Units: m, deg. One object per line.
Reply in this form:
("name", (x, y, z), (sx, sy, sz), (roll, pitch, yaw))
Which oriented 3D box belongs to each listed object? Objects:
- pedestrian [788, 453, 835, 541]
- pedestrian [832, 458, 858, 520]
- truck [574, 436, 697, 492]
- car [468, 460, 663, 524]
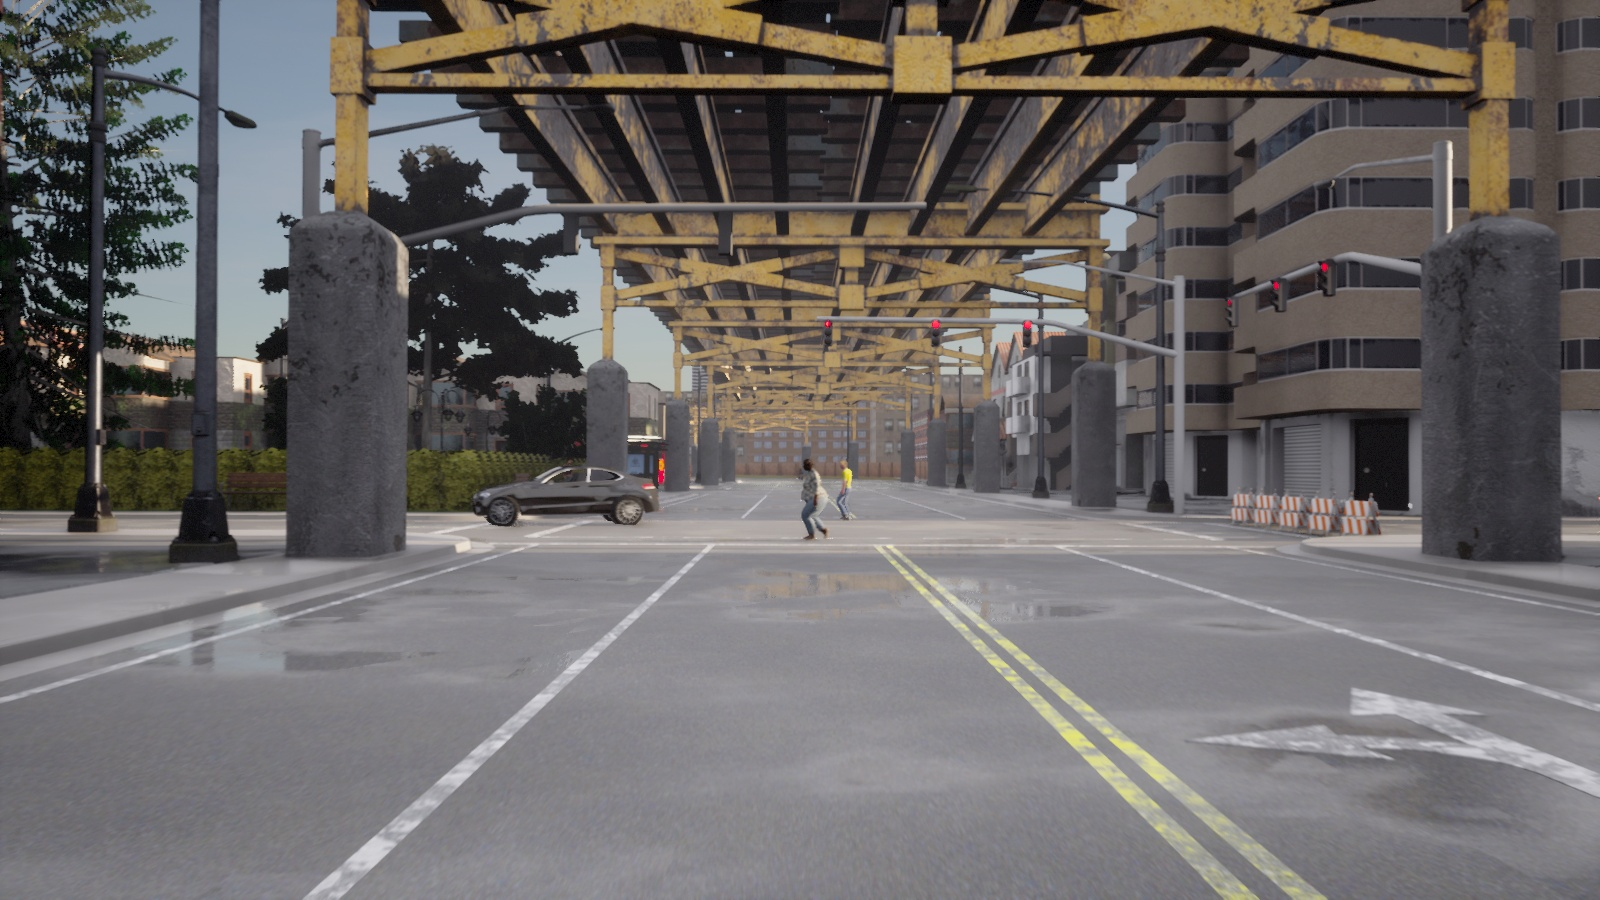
("pedestrian", (0.260, 1.005, 26.934), (0.900, 1.855, 0.874), (0, -1, 7))
("pedestrian", (1.353, 1.158, 37.697), (0.706, 1.836, 0.354), (-1, -1, 24))
("truck", (-11.526, 0.983, 88.800), (8.468, 3.827, 2.891), (1, -1, -42))
("car", (-6.453, 1.123, 34.433), (5.027, 1.651, 2.152), (0, -1, -17))
